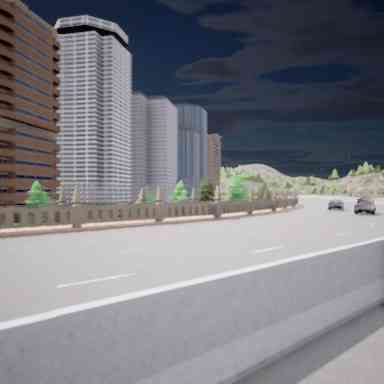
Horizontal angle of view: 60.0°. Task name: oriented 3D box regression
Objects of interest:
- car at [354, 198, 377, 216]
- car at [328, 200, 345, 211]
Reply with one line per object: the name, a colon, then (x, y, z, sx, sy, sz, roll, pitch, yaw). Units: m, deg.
car: (17.995, 1.644, 34.391, 2.033, 1.411, 5.357, 0, 0, 31)
car: (18.587, 1.675, 42.652, 2.033, 1.411, 5.357, 0, 0, 27)
